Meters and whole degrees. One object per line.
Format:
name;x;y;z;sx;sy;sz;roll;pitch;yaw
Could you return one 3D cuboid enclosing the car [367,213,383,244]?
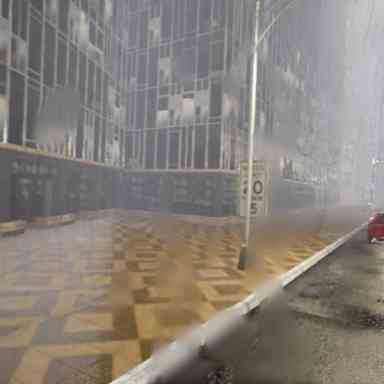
car;10.204;1.802;17.027;1.882;1.535;5.008;2;0;33
